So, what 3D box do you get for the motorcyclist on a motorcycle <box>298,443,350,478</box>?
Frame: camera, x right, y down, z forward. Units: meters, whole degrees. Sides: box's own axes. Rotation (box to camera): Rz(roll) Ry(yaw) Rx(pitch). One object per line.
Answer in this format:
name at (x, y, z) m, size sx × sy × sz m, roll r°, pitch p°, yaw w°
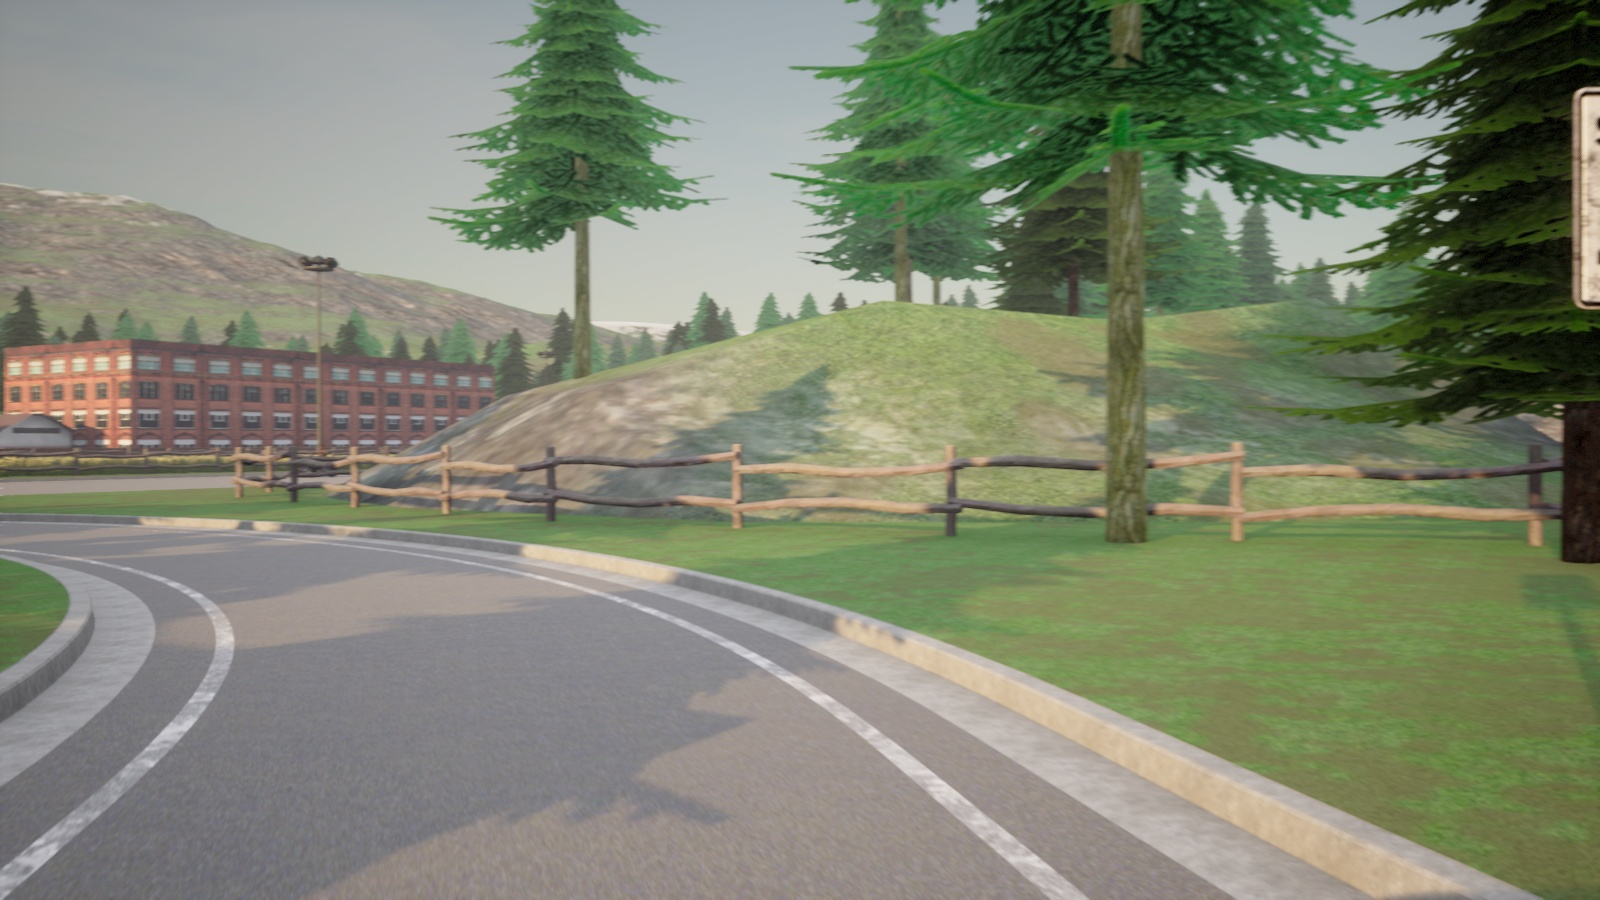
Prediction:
motorcyclist on a motorcycle at (-23.057, 0.506, 60.867) m, size 0.766 × 1.649 × 2.350 m, roll 0°, pitch 0°, yaw 31°
